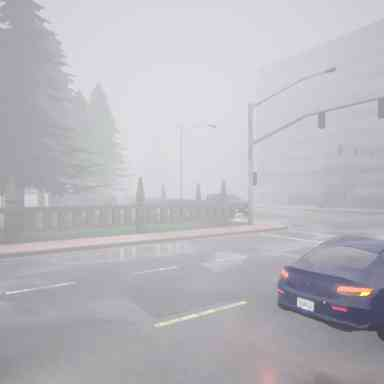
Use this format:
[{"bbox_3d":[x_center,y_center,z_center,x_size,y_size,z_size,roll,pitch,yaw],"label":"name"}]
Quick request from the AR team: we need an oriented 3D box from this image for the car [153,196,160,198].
[{"bbox_3d":[-5.837,1.436,55.232,2.128,1.511,4.902,0,0,-4],"label":"car"}]

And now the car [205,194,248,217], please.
[{"bbox_3d":[3.293,1.166,31.329,2.150,2.045,5.566,0,0,-32],"label":"car"}]

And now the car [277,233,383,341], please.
[{"bbox_3d":[3.593,1.526,6.332,4.674,1.442,1.812,0,0,-35],"label":"car"}]

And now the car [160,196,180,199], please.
[{"bbox_3d":[-1.974,1.470,40.536,1.812,1.442,4.674,0,0,-25],"label":"car"}]
